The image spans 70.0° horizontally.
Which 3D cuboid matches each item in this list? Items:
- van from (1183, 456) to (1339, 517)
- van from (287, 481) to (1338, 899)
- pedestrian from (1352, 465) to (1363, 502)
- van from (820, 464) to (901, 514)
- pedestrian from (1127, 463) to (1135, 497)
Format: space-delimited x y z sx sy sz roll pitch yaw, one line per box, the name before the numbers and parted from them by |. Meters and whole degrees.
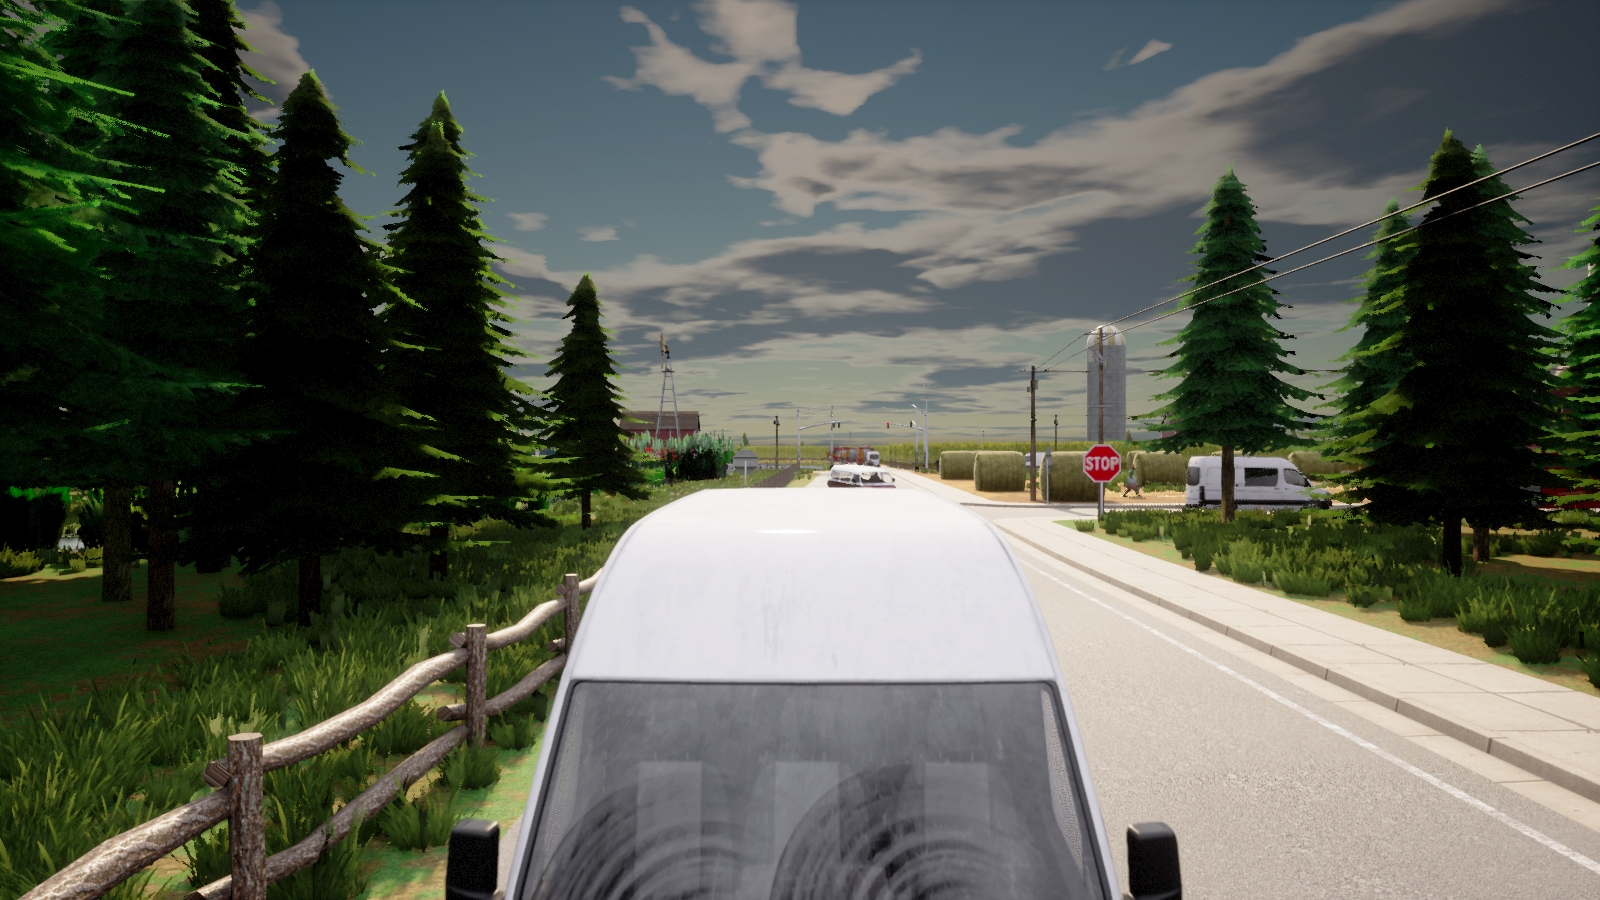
van | 19.715 1.534 49.048 5.915 2.561 1.988 0 0 -1
van | 0.057 1.507 5.124 1.988 2.561 5.915 0 0 1
pedestrian | 28.369 1.692 58.151 0.375 1.860 0.375 0 0 -9
van | 2.753 1.744 52.972 2.069 2.038 4.480 0 2 -21
pedestrian | 18.516 1.682 63.913 0.375 1.860 0.375 0 0 22
